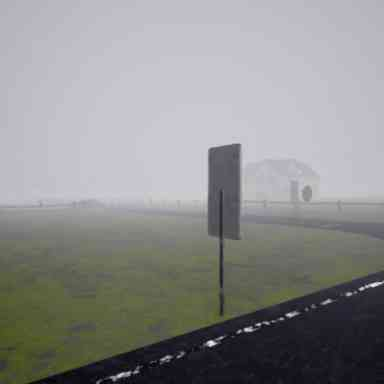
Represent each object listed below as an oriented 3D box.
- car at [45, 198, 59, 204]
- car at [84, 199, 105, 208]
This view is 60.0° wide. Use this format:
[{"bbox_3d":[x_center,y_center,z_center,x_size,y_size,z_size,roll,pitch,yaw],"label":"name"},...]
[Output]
[{"bbox_3d":[-35.077,2.269,84.274,1.994,1.385,4.181,0,-1,-36],"label":"car"},{"bbox_3d":[-15.387,1.775,52.265,2.033,1.411,5.357,0,-1,-36],"label":"car"}]
